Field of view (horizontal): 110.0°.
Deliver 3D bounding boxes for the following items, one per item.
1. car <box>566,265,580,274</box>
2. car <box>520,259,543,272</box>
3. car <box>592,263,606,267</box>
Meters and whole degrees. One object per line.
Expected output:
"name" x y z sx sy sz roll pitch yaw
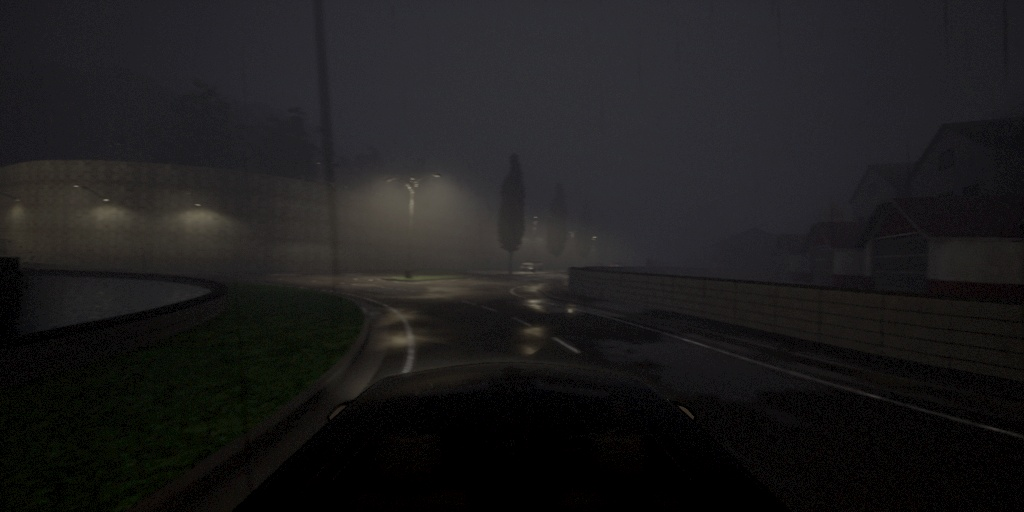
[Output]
"car" 9.933 2.154 56.384 1.994 1.385 4.181 2 -1 27
"car" 3.416 1.600 61.214 2.150 2.045 5.566 2 -1 27
"car" 13.200 2.175 55.071 1.882 1.535 5.008 2 0 27
